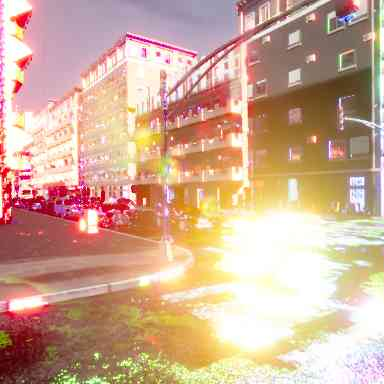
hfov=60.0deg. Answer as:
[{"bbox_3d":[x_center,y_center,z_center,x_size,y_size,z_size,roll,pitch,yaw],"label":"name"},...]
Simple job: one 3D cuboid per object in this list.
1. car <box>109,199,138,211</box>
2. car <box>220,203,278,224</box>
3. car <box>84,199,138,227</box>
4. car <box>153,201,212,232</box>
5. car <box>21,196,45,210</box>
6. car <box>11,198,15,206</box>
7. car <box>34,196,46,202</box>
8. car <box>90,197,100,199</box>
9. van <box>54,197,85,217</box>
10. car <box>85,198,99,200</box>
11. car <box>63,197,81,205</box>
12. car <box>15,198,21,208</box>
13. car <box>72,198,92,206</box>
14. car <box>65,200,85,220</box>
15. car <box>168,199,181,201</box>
[{"bbox_3d":[-8.803,1.581,42.304,2.008,1.369,4.403,-1,1,-36],"label":"car"},{"bbox_3d":[4.036,1.498,24.480,1.752,1.417,4.829,-1,1,-36],"label":"car"},{"bbox_3d":[-5.900,1.553,23.935,1.967,1.590,4.097,-1,1,-36],"label":"car"},{"bbox_3d":[-0.649,1.564,21.126,1.837,1.490,4.892,-1,0,-34],"label":"car"},{"bbox_3d":[-22.074,1.628,46.387,1.967,1.590,4.097,-1,1,-36],"label":"car"},{"bbox_3d":[-31.776,1.782,59.860,1.887,1.381,4.507,-1,1,-36],"label":"car"},{"bbox_3d":[-37.916,1.728,82.719,1.887,1.381,4.507,-1,1,-36],"label":"car"},{"bbox_3d":[-15.275,1.502,51.284,1.967,1.590,4.097,-1,1,-36],"label":"car"},{"bbox_3d":[-12.371,1.483,32.914,1.690,1.788,3.998,-1,1,-36],"label":"van"},{"bbox_3d":[-12.626,1.660,37.718,2.033,1.411,5.357,-1,1,-36],"label":"car"},{"bbox_3d":[-21.742,1.645,60.266,2.008,1.369,4.403,-1,1,-36],"label":"car"},{"bbox_3d":[-25.307,1.769,50.878,1.947,1.339,4.313,-1,1,-36],"label":"car"},{"bbox_3d":[-18.508,1.643,55.776,1.947,1.339,4.313,-1,1,-36],"label":"car"},{"bbox_3d":[-9.034,1.652,28.288,1.752,1.417,4.829,-1,1,-36],"label":"car"},{"bbox_3d":[-2.335,1.441,33.322,1.967,1.590,4.097,-1,1,-36],"label":"car"}]
